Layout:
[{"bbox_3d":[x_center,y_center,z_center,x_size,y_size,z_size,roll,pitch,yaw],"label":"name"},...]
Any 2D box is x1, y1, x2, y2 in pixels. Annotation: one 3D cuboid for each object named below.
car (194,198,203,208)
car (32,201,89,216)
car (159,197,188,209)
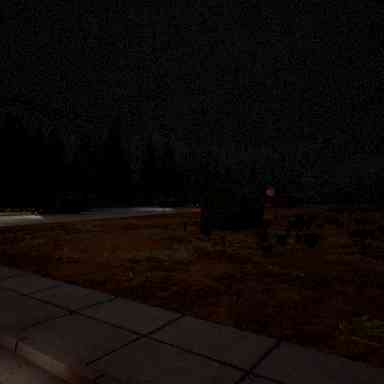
[{"bbox_3d":[2.195,1.531,47.239,1.837,1.490,4.892,0,0,36],"label":"car"},{"bbox_3d":[-12.927,1.574,33.006,2.033,1.411,5.357,0,0,36],"label":"car"},{"bbox_3d":[-2.620,1.504,46.916,1.882,1.535,5.008,0,0,37],"label":"car"}]
